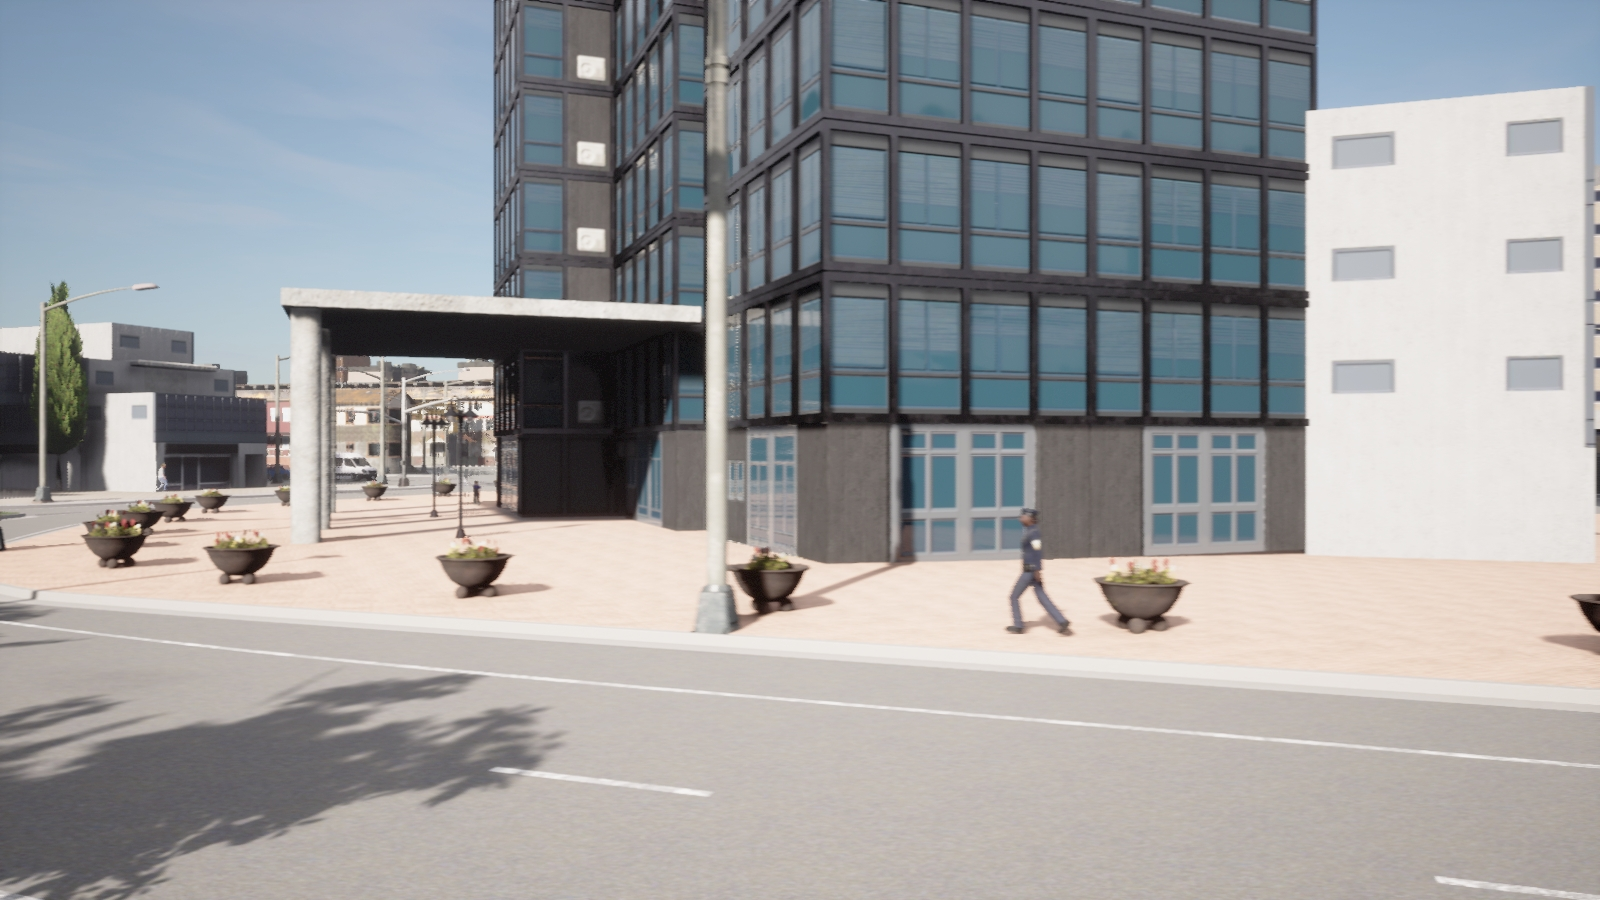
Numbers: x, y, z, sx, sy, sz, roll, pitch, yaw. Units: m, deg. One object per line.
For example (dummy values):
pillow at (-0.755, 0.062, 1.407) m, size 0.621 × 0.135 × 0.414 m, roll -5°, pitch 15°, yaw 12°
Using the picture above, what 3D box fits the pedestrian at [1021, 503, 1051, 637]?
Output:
pedestrian at (3.351, 1.694, 16.243) m, size 0.375 × 1.860 × 0.375 m, roll 0°, pitch 0°, yaw 18°

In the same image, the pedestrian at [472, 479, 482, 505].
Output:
pedestrian at (-15.763, 2.046, 55.727) m, size 0.375 × 1.300 × 0.375 m, roll 0°, pitch 0°, yaw 1°
